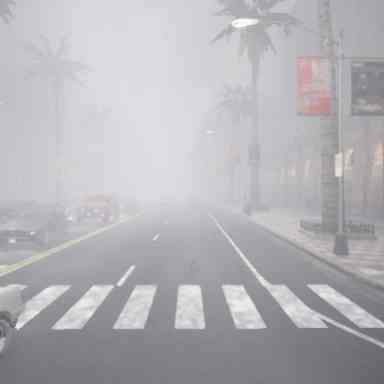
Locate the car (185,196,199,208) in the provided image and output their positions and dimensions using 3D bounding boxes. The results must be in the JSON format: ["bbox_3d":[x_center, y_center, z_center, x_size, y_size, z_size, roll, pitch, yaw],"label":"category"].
[{"bbox_3d":[0.023,1.444,45.629,2.033,1.411,5.357,0,0,-1],"label":"car"}]

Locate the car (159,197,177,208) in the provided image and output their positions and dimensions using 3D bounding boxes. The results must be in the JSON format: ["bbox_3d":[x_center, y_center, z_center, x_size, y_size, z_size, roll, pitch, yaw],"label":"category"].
[{"bbox_3d":[-3.477,1.444,45.649,2.033,1.411,5.357,0,0,-1],"label":"car"}]

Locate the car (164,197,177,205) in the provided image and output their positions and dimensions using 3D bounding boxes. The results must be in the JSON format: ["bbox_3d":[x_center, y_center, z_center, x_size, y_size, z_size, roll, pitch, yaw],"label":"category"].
[{"bbox_3d":[-3.588,1.474,56.089,1.895,1.301,4.718,0,0,-1],"label":"car"}]

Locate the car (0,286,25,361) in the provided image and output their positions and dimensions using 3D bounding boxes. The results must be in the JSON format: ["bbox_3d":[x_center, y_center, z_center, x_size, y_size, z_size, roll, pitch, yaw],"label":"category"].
[{"bbox_3d":[-3.398,1.594,2.798,1.895,1.301,4.718,0,0,0],"label":"car"}]

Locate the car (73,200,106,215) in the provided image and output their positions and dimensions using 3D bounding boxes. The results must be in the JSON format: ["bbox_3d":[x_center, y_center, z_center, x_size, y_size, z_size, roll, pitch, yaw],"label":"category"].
[{"bbox_3d":[-10.510,1.523,34.391,1.895,1.301,4.718,0,0,1],"label":"car"}]

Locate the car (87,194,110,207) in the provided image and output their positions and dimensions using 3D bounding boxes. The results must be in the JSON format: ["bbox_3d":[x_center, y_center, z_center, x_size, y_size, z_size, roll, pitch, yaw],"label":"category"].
[{"bbox_3d":[-13.608,1.244,48.675,2.185,1.767,4.553,0,0,-1],"label":"car"}]

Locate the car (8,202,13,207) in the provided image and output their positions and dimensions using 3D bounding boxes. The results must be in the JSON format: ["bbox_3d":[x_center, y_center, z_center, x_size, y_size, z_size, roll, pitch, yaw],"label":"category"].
[{"bbox_3d":[-13.685,1.453,26.744,2.161,1.482,4.786,0,0,-1],"label":"car"}]

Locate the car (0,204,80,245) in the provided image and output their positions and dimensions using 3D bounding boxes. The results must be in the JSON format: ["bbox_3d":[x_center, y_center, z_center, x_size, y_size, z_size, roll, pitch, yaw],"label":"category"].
[{"bbox_3d":[-7.119,1.512,15.551,2.033,1.411,5.357,0,0,-4],"label":"car"}]

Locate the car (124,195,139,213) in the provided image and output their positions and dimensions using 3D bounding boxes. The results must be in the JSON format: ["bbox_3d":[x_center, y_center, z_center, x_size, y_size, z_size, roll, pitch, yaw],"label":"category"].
[{"bbox_3d":[-7.008,1.410,36.015,2.128,1.511,4.902,0,0,1],"label":"car"}]

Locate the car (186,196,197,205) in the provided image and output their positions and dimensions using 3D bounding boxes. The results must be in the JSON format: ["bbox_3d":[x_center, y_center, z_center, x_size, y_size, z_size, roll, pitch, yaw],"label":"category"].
[{"bbox_3d":[-0.088,1.378,56.096,1.837,1.490,4.892,0,0,-1],"label":"car"}]

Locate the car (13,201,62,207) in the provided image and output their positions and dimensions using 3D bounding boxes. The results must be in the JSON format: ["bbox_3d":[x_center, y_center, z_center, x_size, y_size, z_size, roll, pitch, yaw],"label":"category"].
[{"bbox_3d":[-10.581,1.450,24.099,1.837,1.490,4.892,0,0,0],"label":"car"}]

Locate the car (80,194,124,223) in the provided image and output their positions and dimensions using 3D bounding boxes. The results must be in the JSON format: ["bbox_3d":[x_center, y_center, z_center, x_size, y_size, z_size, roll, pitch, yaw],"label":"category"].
[{"bbox_3d":[-7.072,1.164,25.605,2.150,2.045,5.566,0,0,0],"label":"car"}]

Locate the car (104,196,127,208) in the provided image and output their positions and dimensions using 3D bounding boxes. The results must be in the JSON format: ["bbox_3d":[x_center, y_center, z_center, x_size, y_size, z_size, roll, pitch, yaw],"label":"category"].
[{"bbox_3d":[-10.526,1.386,46.184,2.128,1.511,4.902,0,0,0],"label":"car"}]

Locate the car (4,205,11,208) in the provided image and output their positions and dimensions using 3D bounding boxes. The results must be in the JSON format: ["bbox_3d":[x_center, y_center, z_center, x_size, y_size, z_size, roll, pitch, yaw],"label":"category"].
[{"bbox_3d":[-10.594,1.514,14.634,2.033,1.411,5.357,0,0,0],"label":"car"}]
